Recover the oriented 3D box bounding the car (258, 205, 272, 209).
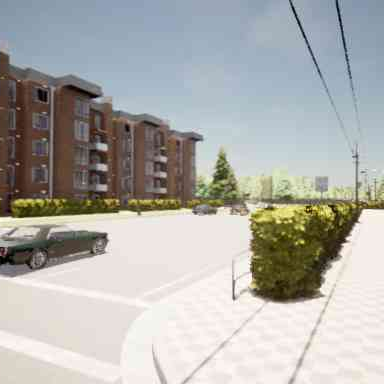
[{"bbox_3d":[8.833,2.328,37.351,1.812,1.442,4.674,0,-1,28],"label":"car"}]

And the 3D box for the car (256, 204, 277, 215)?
[{"bbox_3d":[11.125,2.575,49.159,1.812,1.442,4.674,0,-1,28],"label":"car"}]

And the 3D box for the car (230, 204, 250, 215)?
[{"bbox_3d":[7.041,2.534,48.959,1.812,1.442,4.674,0,-1,28],"label":"car"}]

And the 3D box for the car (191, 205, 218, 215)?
[{"bbox_3d":[1.855,2.466,46.761,2.033,1.411,5.357,0,-1,29],"label":"car"}]

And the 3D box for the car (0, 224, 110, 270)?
[{"bbox_3d":[-5.017,1.787,11.836,1.895,1.301,4.718,0,-1,23],"label":"car"}]
